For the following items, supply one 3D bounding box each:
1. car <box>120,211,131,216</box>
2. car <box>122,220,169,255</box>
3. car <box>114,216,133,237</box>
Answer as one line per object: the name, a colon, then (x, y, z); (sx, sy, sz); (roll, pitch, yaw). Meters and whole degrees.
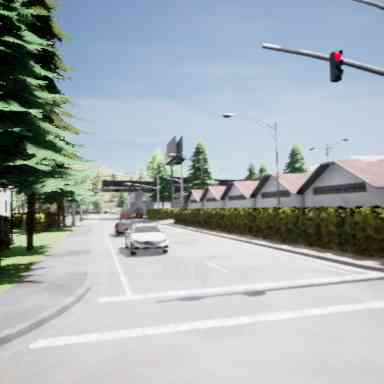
car: (-14.790, 4.981, 73.671); (2.097, 1.767, 4.553); (-1, -3, -16)
car: (-2.527, 2.439, 17.958); (1.812, 1.442, 4.674); (-1, -3, -16)
car: (-5.558, 3.036, 28.474); (1.994, 1.385, 4.181); (-1, -3, -17)
